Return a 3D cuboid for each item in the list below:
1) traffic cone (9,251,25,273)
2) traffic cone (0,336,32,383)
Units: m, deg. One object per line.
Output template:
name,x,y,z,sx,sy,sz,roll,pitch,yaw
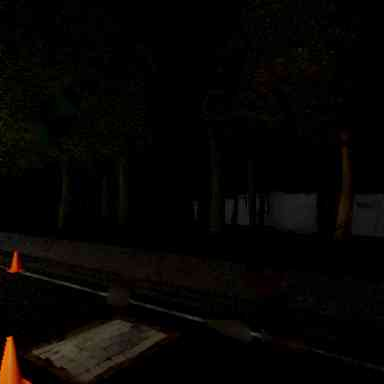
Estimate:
traffic cone,-5.192,2.046,9.854,0.340,0.580,0.340,-1,0,36
traffic cone,-2.122,1.991,3.890,0.340,0.580,0.340,-1,-1,36
